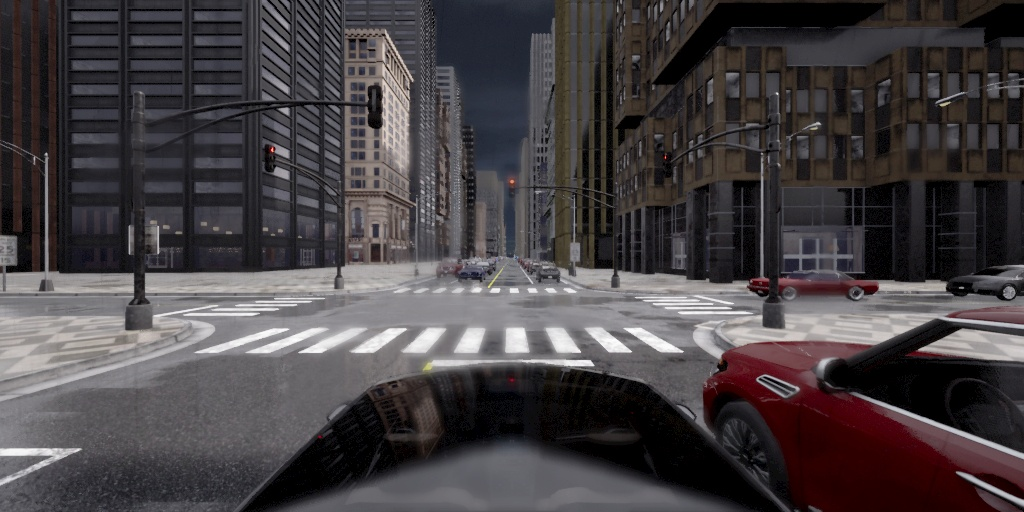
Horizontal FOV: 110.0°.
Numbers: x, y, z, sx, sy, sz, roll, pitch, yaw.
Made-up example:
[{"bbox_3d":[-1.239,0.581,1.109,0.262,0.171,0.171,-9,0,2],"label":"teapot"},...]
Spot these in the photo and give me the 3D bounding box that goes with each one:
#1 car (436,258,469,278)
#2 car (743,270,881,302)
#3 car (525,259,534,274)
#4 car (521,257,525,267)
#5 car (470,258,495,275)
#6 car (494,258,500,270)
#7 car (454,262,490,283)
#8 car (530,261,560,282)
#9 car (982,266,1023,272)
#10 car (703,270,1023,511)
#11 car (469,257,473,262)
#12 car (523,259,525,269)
[{"bbox_3d":[-5.751,1.067,33.822,2.192,1.841,5.009,0,0,0],"label":"car"},{"bbox_3d":[13.524,1.314,16.361,4.718,1.301,1.895,0,0,0],"label":"car"},{"bbox_3d":[2.776,1.304,39.469,2.007,1.370,4.403,0,0,0],"label":"car"},{"bbox_3d":[2.782,1.199,56.391,1.967,1.591,4.097,0,0,0],"label":"car"},{"bbox_3d":[-3.087,1.279,38.415,1.812,1.442,4.674,0,0,0],"label":"car"},{"bbox_3d":[-3.076,1.304,48.784,2.033,1.411,5.357,0,0,0],"label":"car"},{"bbox_3d":[-3.090,1.352,28.446,1.895,1.301,4.718,0,0,0],"label":"car"},{"bbox_3d":[2.772,1.302,28.188,2.007,1.370,4.403,0,0,0],"label":"car"},{"bbox_3d":[22.959,1.197,16.404,4.892,1.490,1.837,0,0,0],"label":"car"},{"bbox_3d":[2.762,1.065,1.215,2.192,1.841,5.009,0,0,0],"label":"car"},{"bbox_3d":[-5.749,1.193,39.464,1.967,1.591,4.097,0,0,0],"label":"car"},{"bbox_3d":[2.778,1.300,45.110,1.888,1.381,4.507,0,0,0],"label":"car"}]
